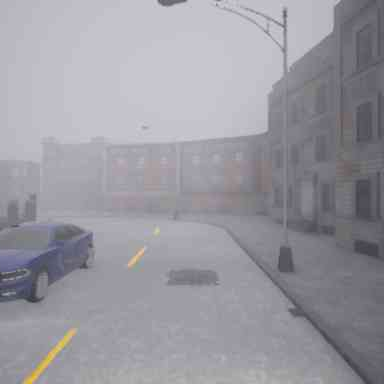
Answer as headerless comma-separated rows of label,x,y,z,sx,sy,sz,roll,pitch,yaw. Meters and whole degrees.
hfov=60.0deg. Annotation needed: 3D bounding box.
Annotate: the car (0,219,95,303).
car,-4.036,1.538,8.587,1.882,1.535,5.008,0,0,1
